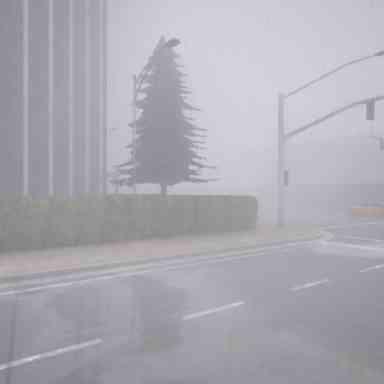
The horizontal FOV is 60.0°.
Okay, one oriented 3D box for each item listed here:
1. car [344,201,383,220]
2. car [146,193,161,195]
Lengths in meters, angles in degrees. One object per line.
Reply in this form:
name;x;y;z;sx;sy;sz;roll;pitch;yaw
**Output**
car;14.738;1.446;26.728;1.882;1.535;5.008;1;0;-29
car;-4.157;1.178;41.122;2.150;2.045;5.566;0;0;-35
